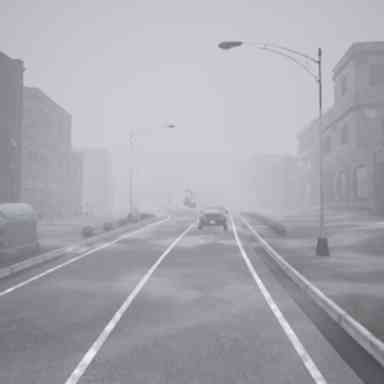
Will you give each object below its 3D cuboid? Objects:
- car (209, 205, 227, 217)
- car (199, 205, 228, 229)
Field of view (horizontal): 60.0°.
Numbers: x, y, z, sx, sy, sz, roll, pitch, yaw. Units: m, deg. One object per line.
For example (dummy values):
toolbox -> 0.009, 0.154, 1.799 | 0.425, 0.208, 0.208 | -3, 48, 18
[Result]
car -> 3.184, 2.306, 40.421 | 1.994, 1.385, 4.181 | 0, -3, 5
car -> 1.499, 1.744, 23.117 | 1.812, 1.442, 4.674 | 0, -1, 5
